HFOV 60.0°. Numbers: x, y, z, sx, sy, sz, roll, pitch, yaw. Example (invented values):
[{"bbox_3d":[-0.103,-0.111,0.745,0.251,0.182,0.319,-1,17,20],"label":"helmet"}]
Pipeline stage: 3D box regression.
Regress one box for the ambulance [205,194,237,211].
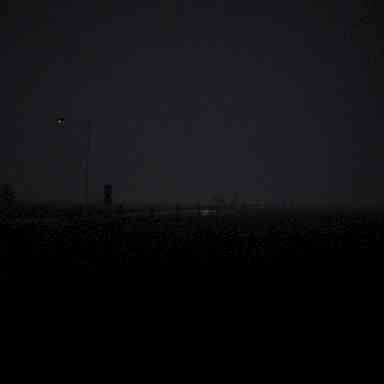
[{"bbox_3d":[4.412,1.485,50.256,2.351,2.431,6.366,2,0,35],"label":"ambulance"}]
